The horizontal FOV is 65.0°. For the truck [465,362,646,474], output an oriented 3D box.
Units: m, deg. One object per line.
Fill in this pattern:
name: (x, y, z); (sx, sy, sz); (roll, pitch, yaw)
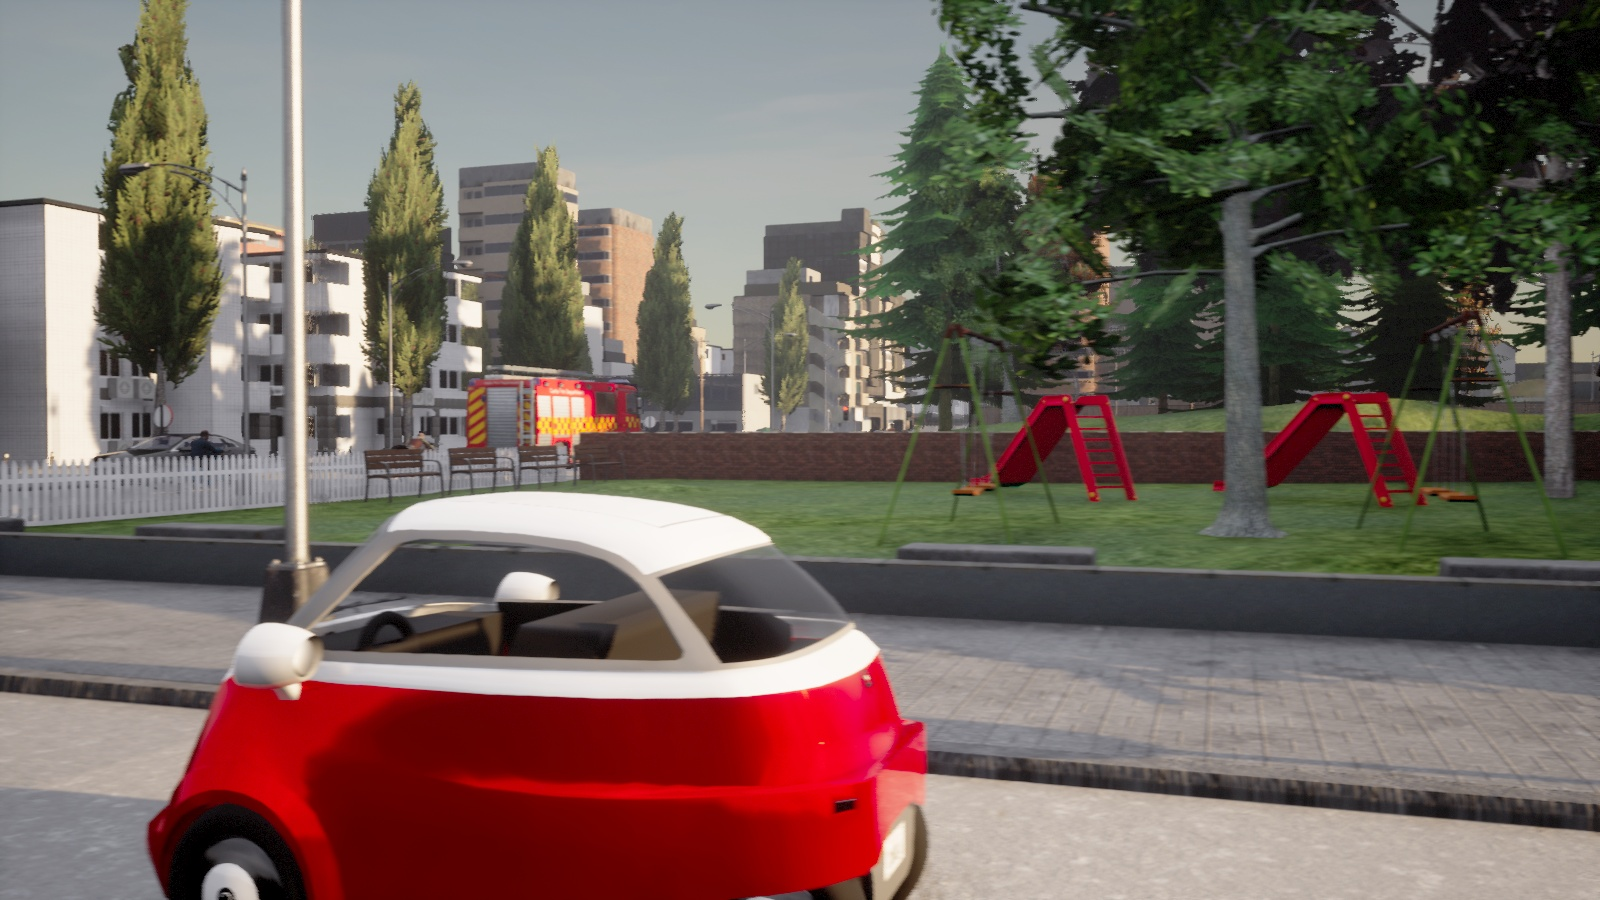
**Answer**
truck: (-8.950, -1.158, 47.299); (2.891, 3.827, 8.468); (1, 1, 19)

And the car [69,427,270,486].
car: (-17.376, 0.124, 34.935); (2.128, 1.511, 4.902); (1, 1, 19)

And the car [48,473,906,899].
car: (-0.921, 0.810, 4.032); (2.207, 1.376, 1.481); (1, 1, 19)

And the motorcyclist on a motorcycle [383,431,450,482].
motorcyclist on a motorcycle: (-11.838, 0.167, 38.815); (0.866, 1.530, 2.191); (1, 1, 19)

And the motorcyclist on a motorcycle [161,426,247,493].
motorcyclist on a motorcycle: (-14.571, 0.204, 30.743); (0.866, 1.590, 1.817); (1, 1, 19)
